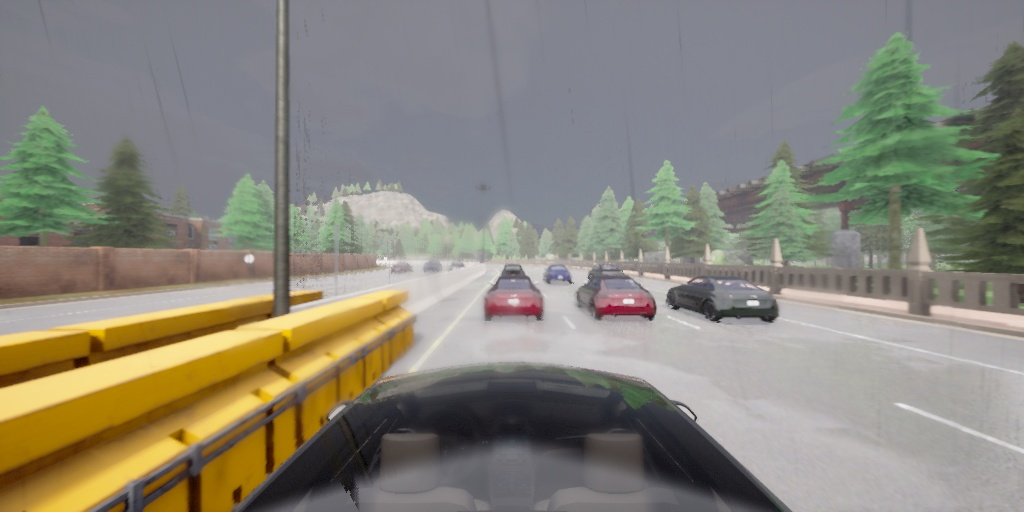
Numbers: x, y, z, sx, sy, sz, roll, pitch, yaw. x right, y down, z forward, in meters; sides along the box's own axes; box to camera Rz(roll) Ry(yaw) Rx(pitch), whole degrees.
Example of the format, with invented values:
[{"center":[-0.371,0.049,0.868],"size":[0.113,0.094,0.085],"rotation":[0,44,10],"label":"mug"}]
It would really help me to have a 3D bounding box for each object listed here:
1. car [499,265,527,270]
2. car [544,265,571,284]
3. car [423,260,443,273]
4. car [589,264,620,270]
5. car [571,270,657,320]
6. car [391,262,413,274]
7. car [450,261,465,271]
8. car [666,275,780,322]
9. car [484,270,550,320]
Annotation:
[{"center":[0.081,1.381,27.589],"size":[1.837,1.490,4.892],"rotation":[0,0,0],"label":"car"},{"center":[3.585,1.404,28.481],"size":[1.812,1.442,4.674],"rotation":[0,0,0],"label":"car"},{"center":[-10.808,1.331,49.301],"size":[2.097,1.767,4.553],"rotation":[0,0,-3],"label":"car"},{"center":[7.080,1.366,27.495],"size":[2.128,1.511,4.902],"rotation":[0,0,0],"label":"car"},{"center":[3.578,1.368,12.968],"size":[1.994,1.385,4.181],"rotation":[0,0,0],"label":"car"},{"center":[-14.194,1.494,46.632],"size":[1.812,1.442,4.674],"rotation":[0,0,-2],"label":"car"},{"center":[-7.266,1.466,48.384],"size":[2.128,1.511,4.902],"rotation":[0,0,-2],"label":"car"},{"center":[7.074,1.364,12.512],"size":[1.994,1.385,4.181],"rotation":[0,0,0],"label":"car"},{"center":[0.076,1.367,12.877],"size":[1.994,1.385,4.181],"rotation":[0,0,0],"label":"car"}]
